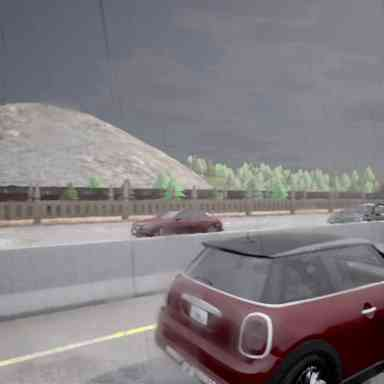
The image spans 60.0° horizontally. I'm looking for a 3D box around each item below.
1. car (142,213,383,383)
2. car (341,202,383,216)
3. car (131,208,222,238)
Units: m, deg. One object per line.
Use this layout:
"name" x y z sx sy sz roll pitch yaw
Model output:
"car" 1.841 1.367 4.783 4.553 1.767 2.097 1 0 -34
"car" 9.466 1.438 18.277 4.553 1.767 2.097 1 0 -32
"car" -0.603 1.520 16.037 4.674 1.442 1.812 1 0 -33
